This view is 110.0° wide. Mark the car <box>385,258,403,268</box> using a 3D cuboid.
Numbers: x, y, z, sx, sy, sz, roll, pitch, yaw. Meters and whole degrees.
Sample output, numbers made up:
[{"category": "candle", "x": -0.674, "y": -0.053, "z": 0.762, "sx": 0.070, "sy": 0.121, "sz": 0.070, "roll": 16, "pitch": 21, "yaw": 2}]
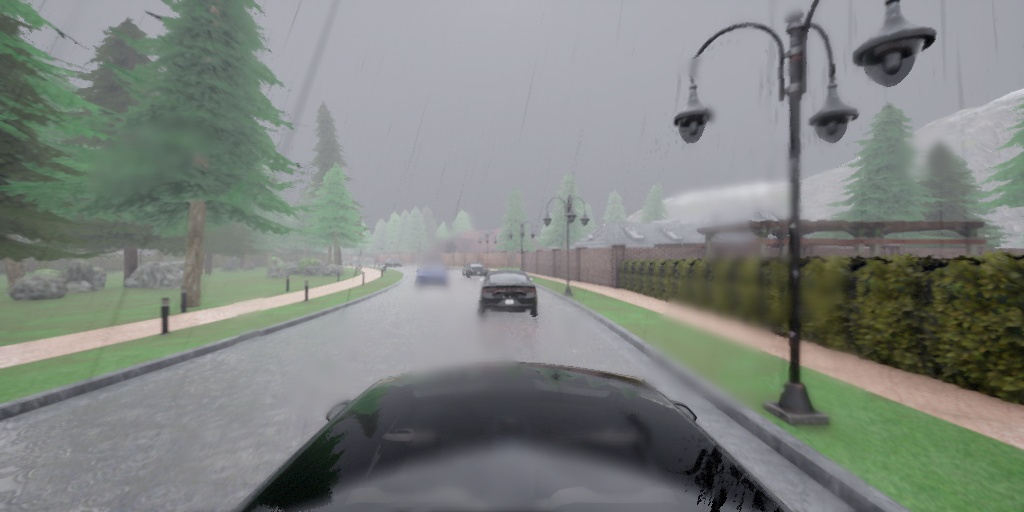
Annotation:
[{"category": "car", "x": -20.228, "y": 1.125, "z": 61.504, "sx": 2.097, "sy": 1.767, "sz": 4.553, "roll": 0, "pitch": 0, "yaw": -33}]

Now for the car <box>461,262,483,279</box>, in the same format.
[{"category": "car", "x": -3.487, "y": 1.287, "z": 33.430, "sx": 1.812, "sy": 1.442, "sz": 4.674, "roll": 0, "pitch": 0, "yaw": -14}]

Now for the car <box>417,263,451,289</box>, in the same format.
[{"category": "car", "x": -5.062, "y": 1.236, "z": 23.336, "sx": 1.882, "sy": 1.535, "sz": 5.008, "roll": 0, "pitch": 0, "yaw": -10}]

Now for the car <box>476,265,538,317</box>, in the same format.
[{"category": "car", "x": -0.204, "y": 1.232, "z": 13.292, "sx": 1.882, "sy": 1.535, "sz": 5.008, "roll": 0, "pitch": 0, "yaw": -3}]
